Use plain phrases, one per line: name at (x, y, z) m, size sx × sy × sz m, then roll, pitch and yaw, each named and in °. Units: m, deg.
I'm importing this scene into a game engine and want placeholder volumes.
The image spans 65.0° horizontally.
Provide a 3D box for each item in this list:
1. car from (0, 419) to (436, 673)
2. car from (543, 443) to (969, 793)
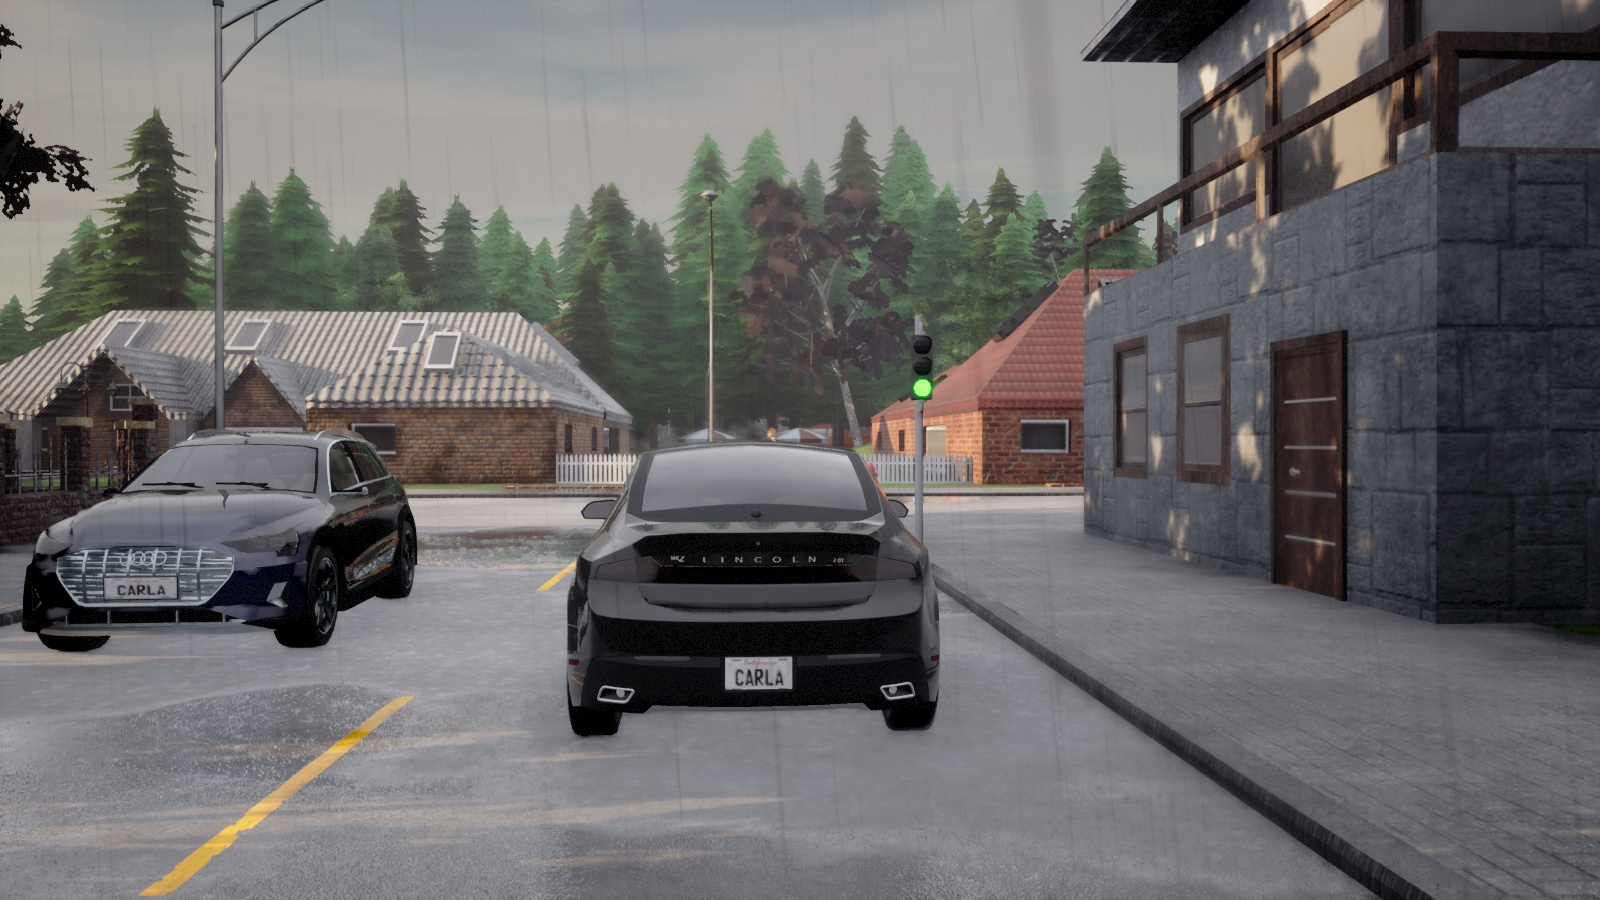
car at (-4.586, 0.613, 10.674) m, size 2.033 × 1.649 × 4.856 m, roll 0°, pitch 0°, yaw -6°
car at (-0.327, 0.707, 7.861) m, size 1.837 × 1.490 × 4.892 m, roll 0°, pitch 0°, yaw -3°
